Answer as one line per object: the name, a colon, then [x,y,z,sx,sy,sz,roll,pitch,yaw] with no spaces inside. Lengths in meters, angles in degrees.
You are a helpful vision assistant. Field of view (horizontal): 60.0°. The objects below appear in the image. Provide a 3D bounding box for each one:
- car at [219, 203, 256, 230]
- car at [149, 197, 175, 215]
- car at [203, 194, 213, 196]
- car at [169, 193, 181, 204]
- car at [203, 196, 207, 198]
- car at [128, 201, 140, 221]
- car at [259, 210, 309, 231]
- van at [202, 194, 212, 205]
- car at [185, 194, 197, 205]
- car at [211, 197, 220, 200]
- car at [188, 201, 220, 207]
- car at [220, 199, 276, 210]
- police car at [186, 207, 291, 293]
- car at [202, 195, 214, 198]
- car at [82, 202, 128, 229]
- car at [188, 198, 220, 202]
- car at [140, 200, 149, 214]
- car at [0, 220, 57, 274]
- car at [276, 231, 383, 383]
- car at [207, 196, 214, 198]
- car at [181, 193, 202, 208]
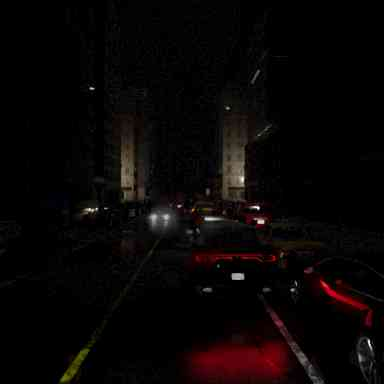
car: [2.811,1.524,21.730,1.752,1.417,4.829,0,0,0]
car: [-3.173,1.544,34.776,2.033,1.411,5.357,0,0,0]
car: [2.742,1.310,54.702,2.192,1.841,5.009,0,0,0]
car: [-3.132,1.218,61.709,2.150,2.045,5.566,0,0,0]
car: [2.765,1.547,43.655,2.008,1.369,4.403,0,0,0]
car: [-5.726,1.564,27.052,1.947,1.339,4.313,0,0,0]
car: [2.835,1.525,10.683,1.752,1.417,4.829,0,0,0]
van: [2.730,1.336,60.226,1.690,1.788,3.998,0,0,0]
car: [-0.129,1.347,60.259,2.097,1.767,4.553,0,0,0]
car: [2.800,1.438,27.084,1.967,1.590,4.097,0,0,0]
car: [0.860,1.477,18.889,1.882,1.535,5.008,0,0,0]
car: [2.824,1.314,16.036,2.192,1.841,5.009,0,0,0]
police car: [0.880,1.425,8.999,1.930,1.638,5.238,0,0,0]
car: [2.753,1.562,49.178,1.947,1.339,4.313,0,0,0]
car: [-5.714,1.543,21.527,1.887,1.381,4.507,0,0,0]
car: [0.847,1.476,24.889,1.882,1.535,5.008,0,0,0]
car: [-5.737,1.563,32.577,1.947,1.339,4.313,0,0,0]
car: [-5.691,1.581,10.477,1.802,1.307,4.206,0,0,0]
car: [2.847,1.566,4.990,1.947,1.339,4.313,0,0,0]
car: [2.788,1.437,32.607,1.967,1.590,4.097,0,0,0]
car: [-0.087,1.348,46.854,2.097,1.767,4.553,0,0,0]
